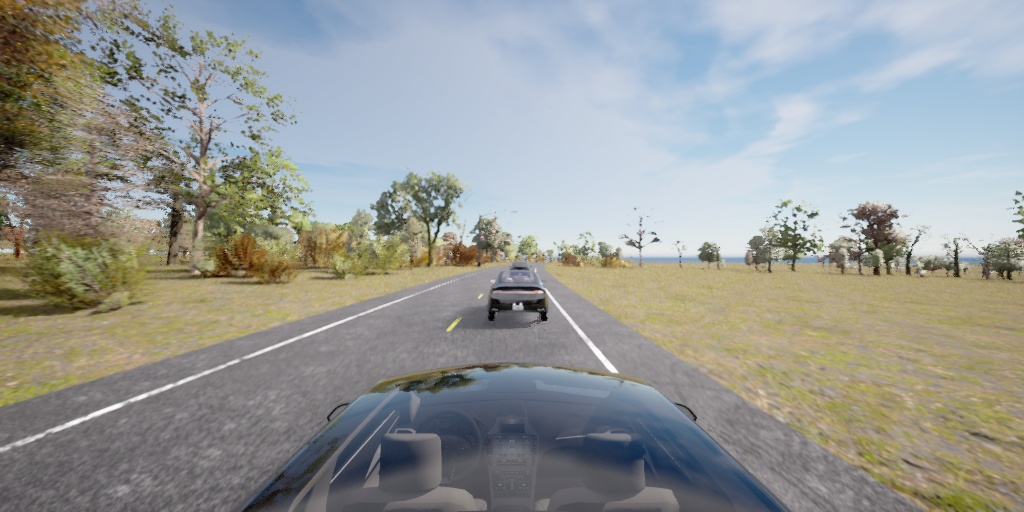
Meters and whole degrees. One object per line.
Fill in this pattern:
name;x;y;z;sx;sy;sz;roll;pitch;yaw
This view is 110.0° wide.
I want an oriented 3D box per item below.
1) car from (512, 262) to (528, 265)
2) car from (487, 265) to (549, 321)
car;0.755;1.275;32.611;1.837;1.490;4.892;0;0;2
car;0.203;1.248;12.564;2.128;1.511;4.902;0;0;1
